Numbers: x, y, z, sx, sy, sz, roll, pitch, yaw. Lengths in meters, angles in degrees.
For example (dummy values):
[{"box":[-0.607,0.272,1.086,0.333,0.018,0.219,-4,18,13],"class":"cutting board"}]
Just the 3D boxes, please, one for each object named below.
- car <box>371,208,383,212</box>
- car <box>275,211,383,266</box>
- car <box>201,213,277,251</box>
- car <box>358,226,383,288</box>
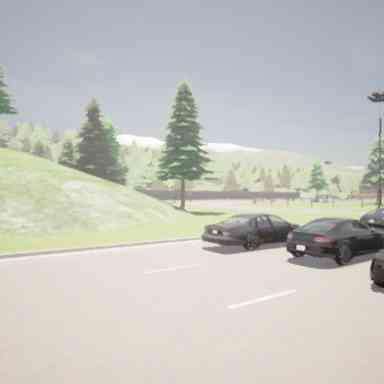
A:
[{"box":[12.534,1.732,21.352,4.181,1.385,1.994,1,0,-36],"class":"car"},{"box":[5.294,1.609,11.864,4.674,1.442,1.812,0,0,-36],"class":"car"},{"box":[2.928,1.629,14.464,5.357,1.411,2.033,0,0,-36],"class":"car"},{"box":[6.253,1.637,8.233,4.181,1.385,1.994,0,0,-36],"class":"car"}]
